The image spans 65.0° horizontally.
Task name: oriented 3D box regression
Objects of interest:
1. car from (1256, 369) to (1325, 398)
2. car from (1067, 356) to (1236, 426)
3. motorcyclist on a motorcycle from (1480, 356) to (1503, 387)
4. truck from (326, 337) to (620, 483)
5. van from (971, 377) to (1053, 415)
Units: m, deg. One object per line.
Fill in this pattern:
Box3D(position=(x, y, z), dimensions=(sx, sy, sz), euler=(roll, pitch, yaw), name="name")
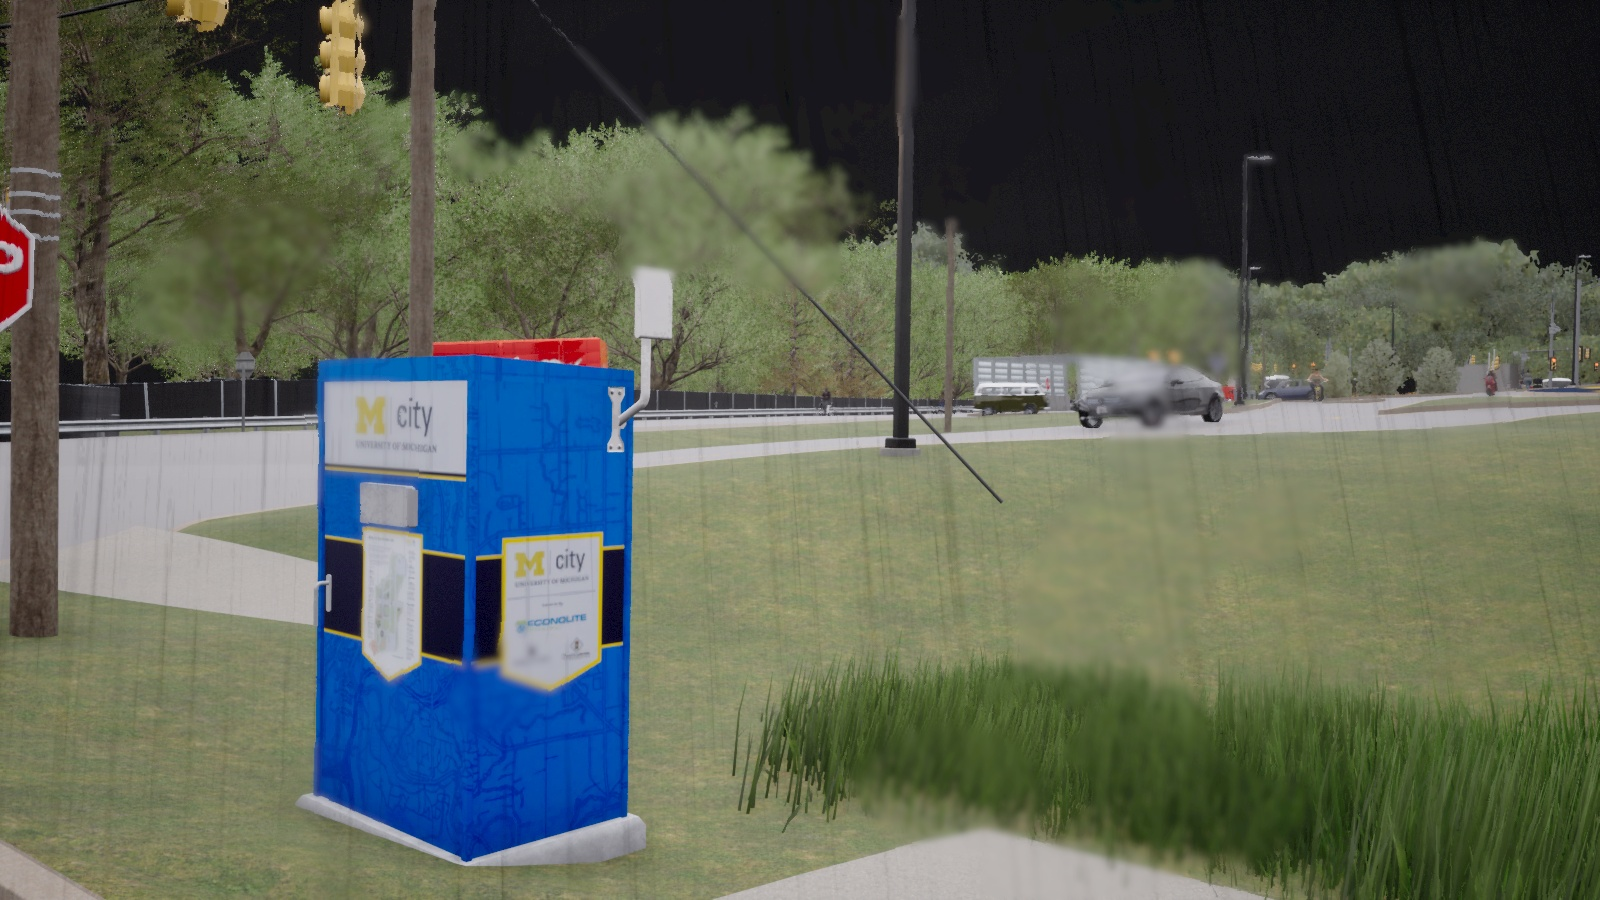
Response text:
Box3D(position=(30.123, -4.093, 77.216), dimensions=(3.806, 1.475, 1.970), euler=(-4, 1, 19), name="car")
Box3D(position=(8.575, -1.458, 30.373), dimensions=(4.674, 1.442, 1.812), euler=(-6, 4, -44), name="car")
Box3D(position=(37.908, -4.300, 68.784), dimensions=(0.797, 1.523, 2.044), euler=(-3, 4, 36), name="motorcyclist on a motorcycle")
Box3D(position=(-6.408, -0.795, 25.299), dimensions=(5.204, 2.467, 2.627), euler=(-4, 1, -4), name="truck")
Box3D(position=(12.567, -3.192, 74.468), dimensions=(4.480, 2.038, 2.069), euler=(-1, 2, 18), name="van")
